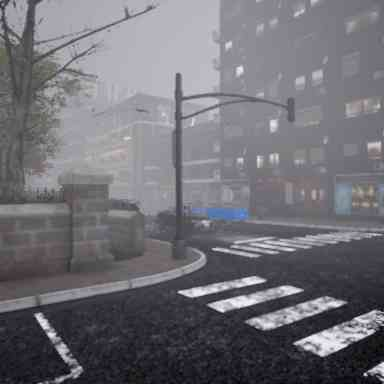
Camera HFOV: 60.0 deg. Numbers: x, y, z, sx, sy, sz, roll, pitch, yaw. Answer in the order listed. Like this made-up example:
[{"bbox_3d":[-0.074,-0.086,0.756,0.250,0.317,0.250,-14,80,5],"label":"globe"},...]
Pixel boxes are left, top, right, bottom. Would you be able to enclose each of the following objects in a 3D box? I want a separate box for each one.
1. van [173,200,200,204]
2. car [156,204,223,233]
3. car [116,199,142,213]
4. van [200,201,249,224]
[{"bbox_3d":[-0.503,1.695,31.543,1.690,1.788,3.998,-2,0,-36],"label":"van"},{"bbox_3d":[-0.546,1.749,21.785,2.128,1.511,4.902,0,-1,-36],"label":"car"},{"bbox_3d":[-6.627,1.647,30.145,2.150,2.045,5.566,0,-1,-36],"label":"car"},{"bbox_3d":[2.755,1.605,27.064,1.690,1.788,3.998,-2,0,-36],"label":"van"}]
